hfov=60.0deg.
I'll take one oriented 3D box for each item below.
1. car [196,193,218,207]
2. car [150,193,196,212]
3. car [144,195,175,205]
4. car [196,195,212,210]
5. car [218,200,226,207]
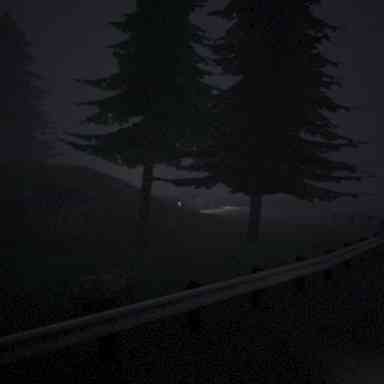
[{"bbox_3d":[0.248,1.071,44.454,5.566,2.045,2.150,0,0,38],"label":"car"},{"bbox_3d":[-2.303,1.237,37.555,4.553,1.767,2.097,0,0,38],"label":"car"},{"bbox_3d":[-5.265,1.292,53.296,4.902,1.511,2.128,0,0,38],"label":"car"},{"bbox_3d":[-0.311,1.395,40.441,4.674,1.442,1.812,0,0,38],"label":"car"},{"bbox_3d":[2.649,1.400,47.018,4.181,1.385,1.994,0,0,38],"label":"car"}]
